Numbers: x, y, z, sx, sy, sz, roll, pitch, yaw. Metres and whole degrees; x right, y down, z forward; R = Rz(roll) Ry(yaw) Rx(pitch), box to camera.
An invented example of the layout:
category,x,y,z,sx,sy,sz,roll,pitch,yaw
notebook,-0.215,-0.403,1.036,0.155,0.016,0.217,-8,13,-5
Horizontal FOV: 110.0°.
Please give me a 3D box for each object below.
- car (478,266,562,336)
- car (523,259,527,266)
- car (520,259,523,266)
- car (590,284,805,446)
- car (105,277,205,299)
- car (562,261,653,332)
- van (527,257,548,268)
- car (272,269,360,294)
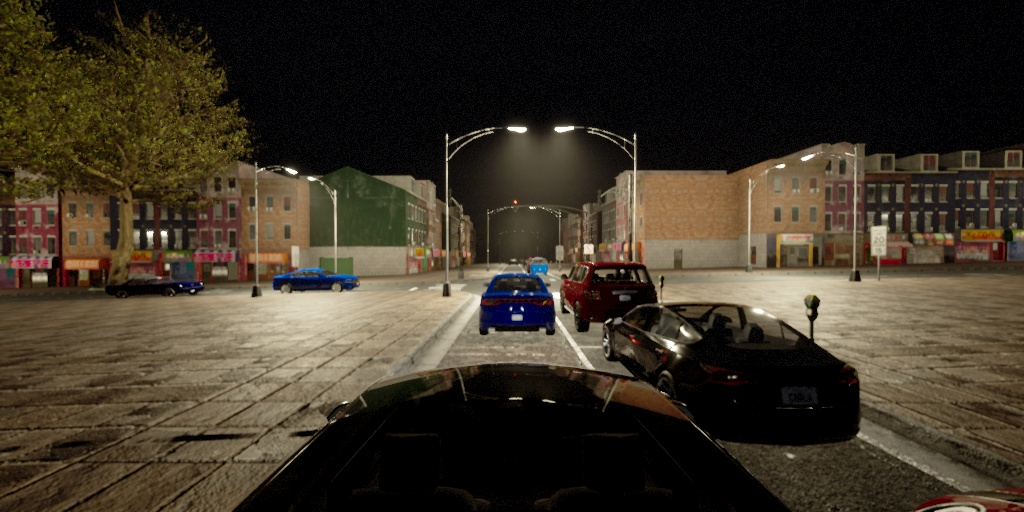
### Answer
category,x,y,z,sx,sy,sz,roll,pitch,yaw
car,0.147,1.225,10.482,1.882,1.535,5.008,0,0,1
car,2.793,1.074,42.525,2.192,1.841,5.009,0,0,0
car,2.877,1.341,64.150,2.007,1.370,4.403,0,0,0
car,2.648,1.314,5.356,1.948,1.339,4.313,0,0,0
car,-22.321,1.956,22.582,4.718,1.301,1.895,-2,1,0
car,2.669,1.062,10.758,2.192,1.841,5.009,0,0,0
van,2.771,1.095,37.119,1.690,1.789,3.998,0,0,0
car,-12.234,1.536,22.547,5.008,1.535,1.882,-2,1,-1
